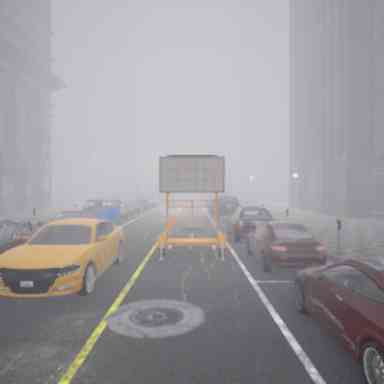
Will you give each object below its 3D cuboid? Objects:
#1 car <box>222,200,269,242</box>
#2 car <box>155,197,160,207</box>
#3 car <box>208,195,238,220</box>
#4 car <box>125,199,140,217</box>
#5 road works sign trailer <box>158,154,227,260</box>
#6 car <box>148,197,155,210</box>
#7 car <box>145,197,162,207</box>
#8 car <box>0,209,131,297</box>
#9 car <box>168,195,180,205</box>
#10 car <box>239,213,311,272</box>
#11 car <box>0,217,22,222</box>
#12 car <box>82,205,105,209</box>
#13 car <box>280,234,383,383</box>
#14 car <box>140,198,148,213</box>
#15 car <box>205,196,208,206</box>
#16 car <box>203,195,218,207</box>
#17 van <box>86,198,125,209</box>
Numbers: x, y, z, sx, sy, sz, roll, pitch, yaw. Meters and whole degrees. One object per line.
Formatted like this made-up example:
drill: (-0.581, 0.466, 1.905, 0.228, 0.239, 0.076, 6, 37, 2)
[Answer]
car: (2.763, 1.390, 15.986, 1.967, 1.590, 4.097, 0, 0, 0)
car: (-5.753, 1.445, 44.167, 1.947, 1.339, 4.313, 0, 0, 0)
car: (2.766, 1.234, 27.257, 2.192, 1.841, 5.009, 0, 0, 0)
car: (-5.758, 1.445, 27.087, 1.752, 1.417, 4.829, 0, 0, 0)
road works sign trailer: (0.003, 0.425, 12.237, 2.380, 3.560, 2.880, 0, 0, 0)
car: (-5.754, 1.457, 38.531, 1.947, 1.339, 4.313, 0, 0, 0)
car: (-5.751, 1.417, 49.804, 2.008, 1.369, 4.403, 0, 0, 0)
car: (-3.098, 1.449, 8.740, 1.882, 1.535, 5.008, 0, 0, 0)
car: (-2.987, 1.333, 55.859, 1.882, 1.535, 5.008, 0, 0, 0)
car: (2.762, 1.549, 10.351, 1.802, 1.307, 4.206, 0, 0, 0)
car: (-5.763, 1.518, 10.347, 2.008, 1.369, 4.403, 0, 0, 0)
car: (-5.761, 1.532, 15.985, 1.802, 1.307, 4.206, 0, 0, 0)
car: (2.761, 1.566, 4.714, 1.802, 1.307, 4.206, 0, 0, 0)
car: (-5.756, 1.487, 32.894, 1.802, 1.307, 4.206, 0, 0, 0)
car: (2.768, 1.220, 32.894, 2.192, 1.841, 5.009, 0, 0, 0)
car: (2.774, 1.306, 49.803, 1.967, 1.590, 4.097, 0, 0, 0)
van: (-5.760, 1.275, 21.620, 1.690, 1.788, 3.998, 0, 0, 0)
